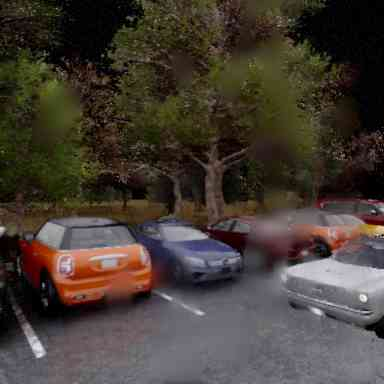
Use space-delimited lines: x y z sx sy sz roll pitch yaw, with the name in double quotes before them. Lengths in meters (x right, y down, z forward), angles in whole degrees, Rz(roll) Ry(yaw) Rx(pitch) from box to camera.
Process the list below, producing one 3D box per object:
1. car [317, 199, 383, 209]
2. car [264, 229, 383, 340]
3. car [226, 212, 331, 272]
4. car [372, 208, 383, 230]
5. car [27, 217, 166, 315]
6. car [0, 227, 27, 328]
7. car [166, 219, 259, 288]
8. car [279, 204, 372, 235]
"car" 8.535 1.378 16.127 2.435 2.045 5.566 1 0 -36
"car" 3.846 1.667 6.741 4.718 1.301 1.895 1 0 -36
"car" 1.721 1.554 11.287 2.097 1.535 5.008 1 0 -36
"car" 6.247 1.605 14.532 2.097 1.535 5.008 1 0 -36
"car" -2.795 1.376 8.030 2.185 1.767 4.553 1 0 -36
"car" -5.061 1.224 6.415 2.435 2.045 5.566 1 0 -36
"car" -0.550 1.568 9.675 2.002 1.452 4.674 1 0 -36
"car" 4.003 1.454 12.884 2.185 1.767 4.553 1 0 -36
